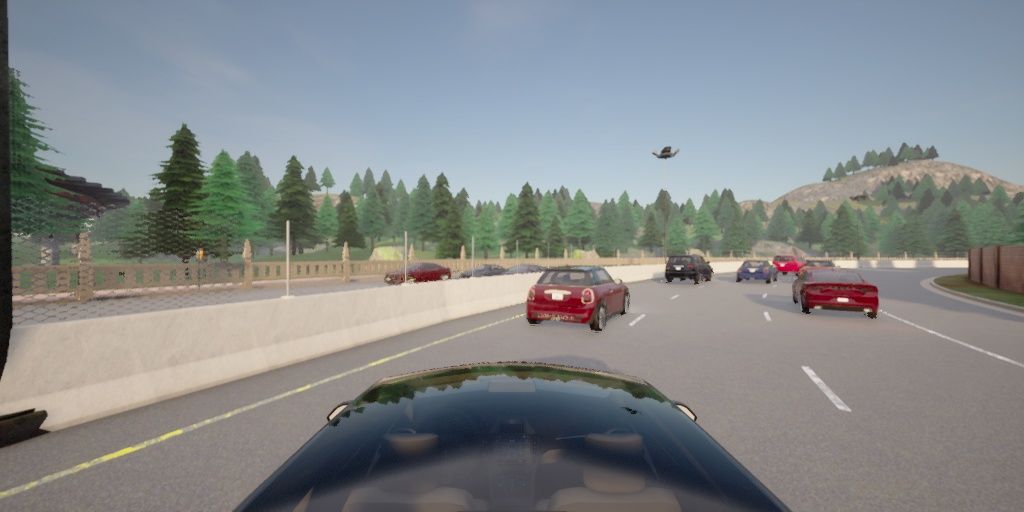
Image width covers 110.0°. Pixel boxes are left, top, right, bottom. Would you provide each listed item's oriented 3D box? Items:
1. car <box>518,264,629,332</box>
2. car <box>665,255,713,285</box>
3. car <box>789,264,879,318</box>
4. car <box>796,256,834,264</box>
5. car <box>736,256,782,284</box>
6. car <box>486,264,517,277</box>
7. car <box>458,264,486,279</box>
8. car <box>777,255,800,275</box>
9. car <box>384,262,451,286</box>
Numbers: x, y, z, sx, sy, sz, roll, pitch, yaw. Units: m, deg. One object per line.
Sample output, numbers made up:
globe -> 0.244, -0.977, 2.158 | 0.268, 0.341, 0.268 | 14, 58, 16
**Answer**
car -> 2.227, 1.084, 11.220 | 2.097, 1.767, 4.553 | 0, 0, 29
car -> 13.035, 0.939, 26.351 | 2.150, 2.045, 5.566 | 0, 0, 41
car -> 11.731, 1.221, 13.261 | 1.882, 1.535, 5.008 | 0, 0, 34
car -> 22.954, 1.085, 26.640 | 2.097, 1.767, 4.553 | 0, 0, 45
car -> 18.713, 1.076, 27.287 | 2.097, 1.767, 4.553 | 0, 0, 43
car -> 0.702, 1.232, 22.229 | 1.812, 1.442, 4.674 | 0, 0, 35
car -> -1.779, 1.261, 24.735 | 1.994, 1.385, 4.181 | 0, 0, 36
car -> 27.462, 0.942, 35.305 | 5.566, 2.045, 2.150 | 0, 0, -39
car -> -6.297, 1.169, 24.350 | 1.882, 1.535, 5.008 | 0, 0, 34
